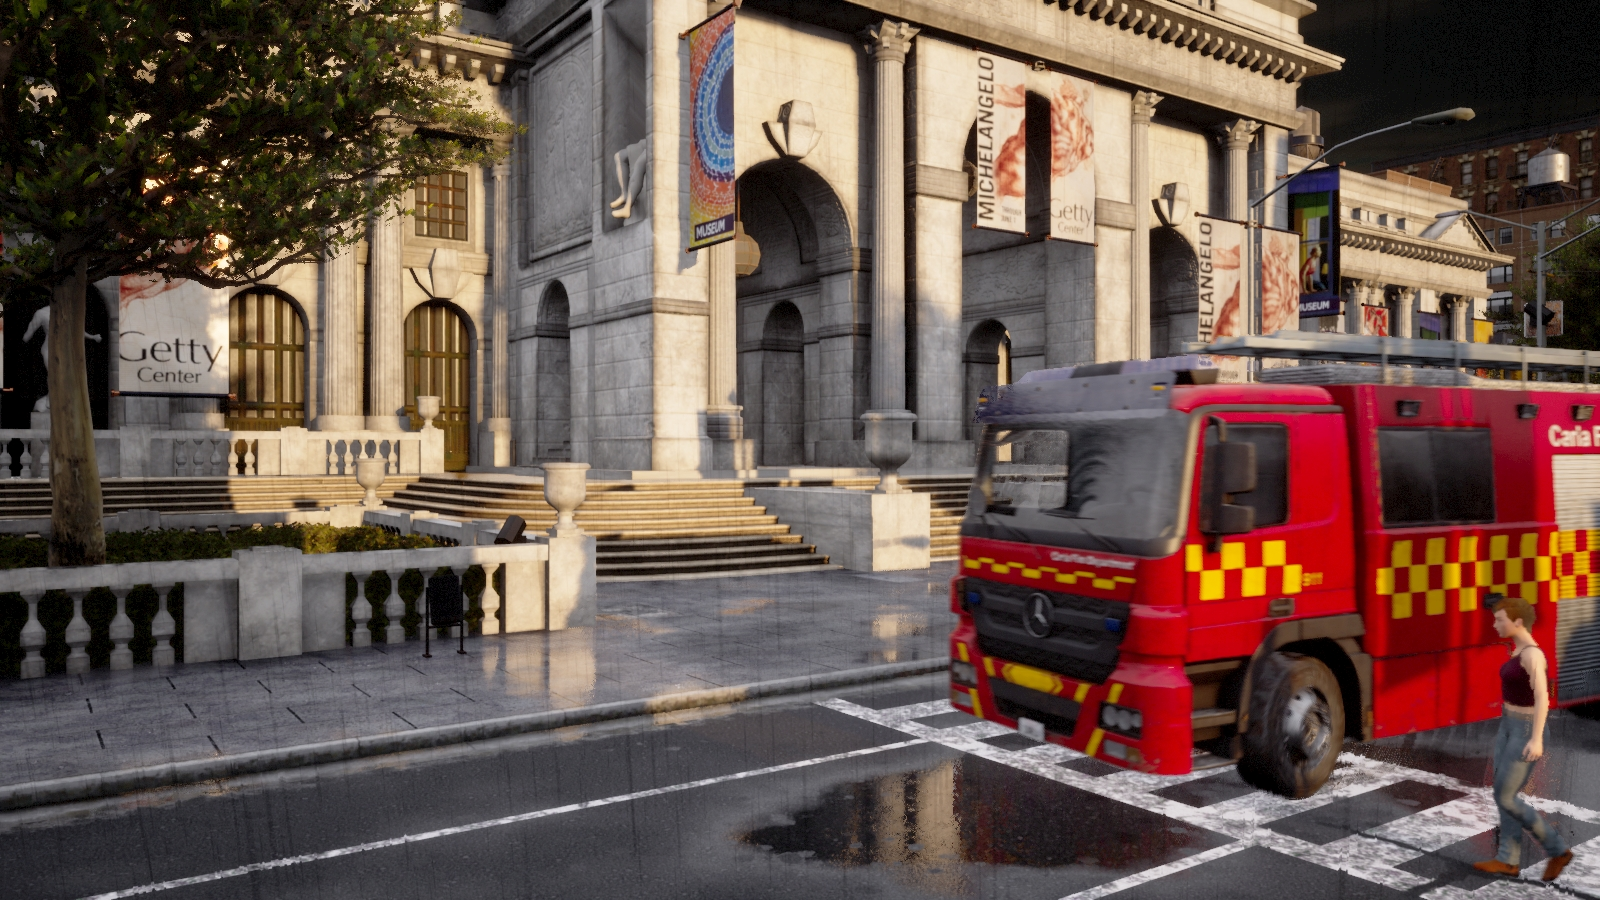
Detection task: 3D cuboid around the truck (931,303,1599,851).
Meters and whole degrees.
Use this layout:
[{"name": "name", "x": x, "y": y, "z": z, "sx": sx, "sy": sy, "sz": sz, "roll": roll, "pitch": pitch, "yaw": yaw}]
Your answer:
[{"name": "truck", "x": 5.643, "y": 0.885, "z": 11.179, "sx": 8.468, "sy": 3.827, "sz": 2.891, "roll": 0, "pitch": 0, "yaw": -27}]

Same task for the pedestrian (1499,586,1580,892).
[{"name": "pedestrian", "x": 4.794, "y": 1.845, "z": 7.418, "sx": 0.375, "sy": 1.860, "sz": 0.375, "roll": 0, "pitch": 0, "yaw": 21}]
